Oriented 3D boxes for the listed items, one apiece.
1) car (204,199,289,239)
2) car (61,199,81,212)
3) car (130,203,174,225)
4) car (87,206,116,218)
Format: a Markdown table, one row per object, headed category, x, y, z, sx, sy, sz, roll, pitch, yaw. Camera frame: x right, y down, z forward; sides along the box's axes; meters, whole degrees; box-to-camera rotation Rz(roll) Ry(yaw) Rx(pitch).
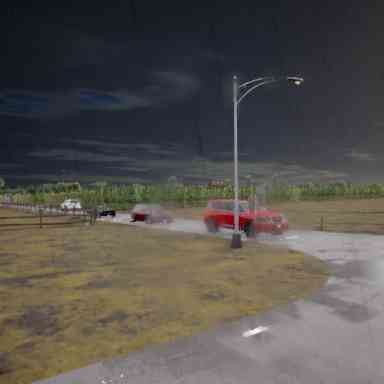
| category | x | y | z | sx | sy | sz | roll | pitch | yaw |
| --- | --- | --- | --- | --- | --- | --- | --- | --- | --- |
| car | 2.916 | 1.445 | 19.287 | 2.150 | 2.045 | 5.566 | 0 | -1 | -34 |
| car | -21.101 | 2.322 | 57.811 | 2.150 | 2.045 | 5.566 | 0 | -1 | -36 |
| car | -3.452 | 1.787 | 28.257 | 2.097 | 1.767 | 4.553 | 0 | -1 | -36 |
| car | -10.305 | 2.264 | 37.787 | 1.895 | 1.301 | 4.718 | 0 | -1 | -36 |
